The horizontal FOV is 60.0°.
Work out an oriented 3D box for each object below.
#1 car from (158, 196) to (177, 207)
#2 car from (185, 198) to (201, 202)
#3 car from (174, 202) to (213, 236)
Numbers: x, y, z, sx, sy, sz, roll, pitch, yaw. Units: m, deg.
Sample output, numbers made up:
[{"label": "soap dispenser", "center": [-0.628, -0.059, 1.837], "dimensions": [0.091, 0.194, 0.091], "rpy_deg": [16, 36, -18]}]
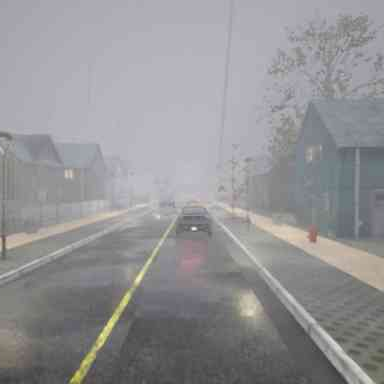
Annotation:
[{"label": "car", "center": [-2.758, 1.117, 37.900], "dimensions": [1.882, 1.535, 5.008], "rpy_deg": [0, 0, 0]}, {"label": "car", "center": [0.091, 1.461, 42.970], "dimensions": [1.882, 1.535, 5.008], "rpy_deg": [0, 0, 0]}, {"label": "car", "center": [0.096, 1.497, 18.309], "dimensions": [1.837, 1.490, 4.892], "rpy_deg": [0, 0, 0]}]
